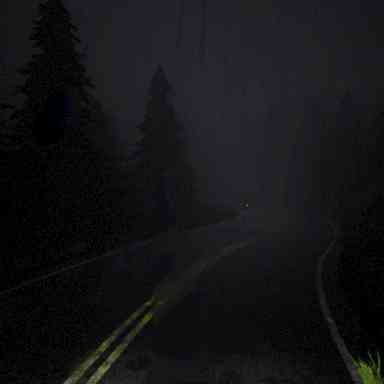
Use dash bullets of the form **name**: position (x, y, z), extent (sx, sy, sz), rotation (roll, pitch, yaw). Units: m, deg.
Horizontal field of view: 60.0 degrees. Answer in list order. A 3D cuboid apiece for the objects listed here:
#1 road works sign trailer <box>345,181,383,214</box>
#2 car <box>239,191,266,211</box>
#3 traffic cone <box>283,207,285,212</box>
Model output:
- **road works sign trailer**: position (11.602, 1.054, 21.264), extent (2.880, 2.380, 3.560), rotation (45, 21, 21)
- **car**: position (6.583, 0.946, 36.705), extent (2.150, 2.045, 5.566), rotation (1, 0, 0)
- **traffic cone**: position (7.758, 1.797, 27.521), extent (0.340, 0.580, 0.340), rotation (1, 1, 15)
